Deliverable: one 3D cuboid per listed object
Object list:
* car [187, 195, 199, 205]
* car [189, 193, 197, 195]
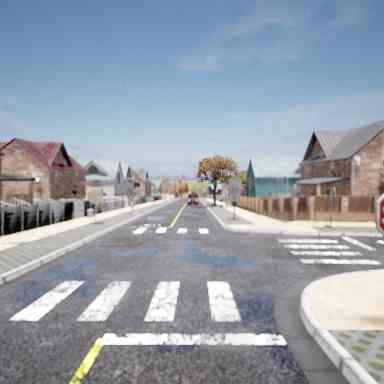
[{"bbox_3d":[0.169,1.593,56.641,1.895,1.301,4.718,0,0,0],"label":"car"},{"bbox_3d":[0.198,1.253,66.662,2.150,2.045,5.566,0,0,0],"label":"car"}]
